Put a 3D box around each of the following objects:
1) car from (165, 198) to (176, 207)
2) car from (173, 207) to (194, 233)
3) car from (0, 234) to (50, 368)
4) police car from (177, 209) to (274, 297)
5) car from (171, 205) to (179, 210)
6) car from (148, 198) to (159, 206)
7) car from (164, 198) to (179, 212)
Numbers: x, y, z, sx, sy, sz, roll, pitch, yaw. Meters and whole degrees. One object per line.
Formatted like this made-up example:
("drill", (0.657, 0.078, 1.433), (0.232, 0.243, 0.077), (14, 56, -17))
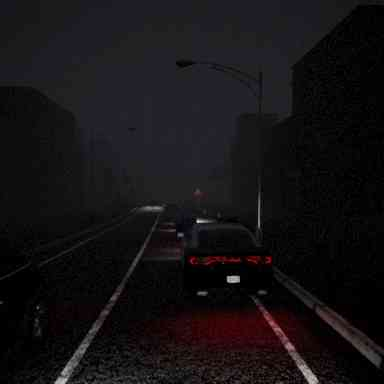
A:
("car", (-3.790, 1.797, 59.156), (1.895, 1.301, 4.718), (0, 2, -4))
("car", (0.006, 1.754, 18.802), (1.812, 1.442, 4.674), (0, -1, -4))
("car", (-3.214, 1.359, 3.255), (2.097, 1.767, 4.553), (0, 0, -2))
("police car", (0.651, 1.472, 8.857), (1.930, 1.638, 5.238), (0, -1, -3))
("car", (-0.424, 1.906, 24.797), (1.812, 1.442, 4.674), (0, -1, -4))
("car", (-6.793, 1.801, 59.085), (1.895, 1.301, 4.718), (0, 2, -4))
("car", (-2.792, 1.954, 45.402), (2.128, 1.511, 4.902), (0, -1, -4))
